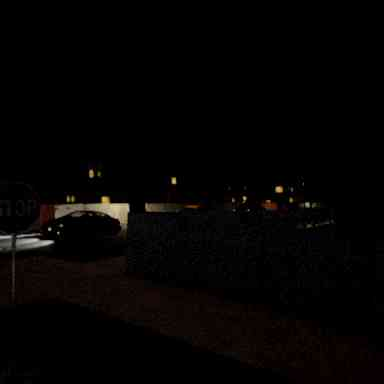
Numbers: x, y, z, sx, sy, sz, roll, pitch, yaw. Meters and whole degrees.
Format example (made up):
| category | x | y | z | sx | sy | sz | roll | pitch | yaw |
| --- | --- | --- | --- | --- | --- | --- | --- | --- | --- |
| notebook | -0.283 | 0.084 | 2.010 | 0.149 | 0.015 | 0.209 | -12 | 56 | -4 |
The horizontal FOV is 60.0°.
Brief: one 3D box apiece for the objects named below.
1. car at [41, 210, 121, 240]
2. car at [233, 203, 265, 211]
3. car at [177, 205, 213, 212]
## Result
| category | x | y | z | sx | sy | sz | roll | pitch | yaw |
| --- | --- | --- | --- | --- | --- | --- | --- | --- | --- |
| car | -5.842 | 1.685 | 17.911 | 1.994 | 1.385 | 4.181 | 0 | -1 | 35 |
| car | 5.863 | 1.929 | 34.288 | 2.097 | 1.767 | 4.553 | 0 | -1 | 36 |
| car | 0.004 | 1.826 | 26.094 | 1.882 | 1.535 | 5.008 | 0 | -1 | 35 |
